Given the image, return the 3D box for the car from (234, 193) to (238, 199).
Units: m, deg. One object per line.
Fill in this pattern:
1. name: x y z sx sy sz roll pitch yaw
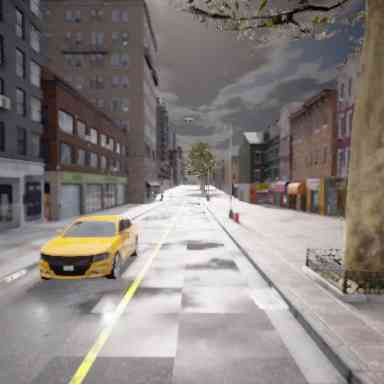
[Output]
1. car: 12.758 0.703 80.906 5.009 1.841 2.192 1 1 0

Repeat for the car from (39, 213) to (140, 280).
1. car: -2.830 1.473 10.138 1.882 1.535 5.008 0 0 0
